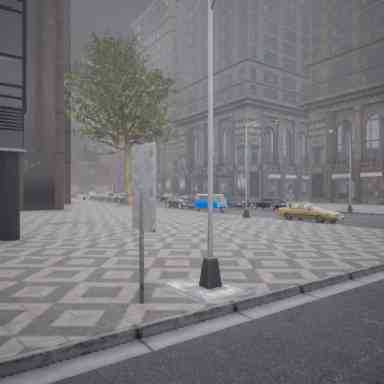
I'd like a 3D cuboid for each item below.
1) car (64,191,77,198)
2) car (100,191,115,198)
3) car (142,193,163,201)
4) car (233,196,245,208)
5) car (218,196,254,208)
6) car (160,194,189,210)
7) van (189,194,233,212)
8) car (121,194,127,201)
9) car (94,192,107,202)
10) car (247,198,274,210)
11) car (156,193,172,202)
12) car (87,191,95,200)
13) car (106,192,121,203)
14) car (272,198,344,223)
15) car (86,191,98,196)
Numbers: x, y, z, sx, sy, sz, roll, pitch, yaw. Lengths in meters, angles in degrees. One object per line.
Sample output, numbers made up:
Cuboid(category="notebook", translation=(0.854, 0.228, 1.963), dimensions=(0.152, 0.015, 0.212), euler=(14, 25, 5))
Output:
Cuboid(category="car", translation=(-27.184, 0.482, 74.563), dimensions=(1.967, 1.590, 4.097), euler=(1, 0, -35))
Cuboid(category="car", translation=(-20.204, 0.586, 79.455), dimensions=(1.887, 1.381, 4.507), euler=(1, 0, -35))
Cuboid(category="car", translation=(-7.321, 0.909, 61.050), dimensions=(2.008, 1.369, 4.403), euler=(1, 0, -35))
Cuboid(category="car", translation=(4.195, 1.260, 39.937), dimensions=(1.994, 1.385, 4.181), euler=(0, 1, -35))
Cuboid(category="car", translation=(5.566, 1.223, 42.640), dimensions=(1.887, 1.381, 4.507), euler=(1, 0, -35))
Cuboid(category="car", translation=(-1.415, 1.230, 37.744), dimensions=(2.008, 1.369, 4.403), euler=(1, 0, -35))
Cuboid(category="van", translation=(1.809, 1.090, 33.142), dimensions=(1.690, 1.788, 3.998), euler=(1, 0, -35))
Cuboid(category="car", translation=(-7.761, 1.050, 46.813), dimensions=(1.752, 1.417, 4.829), euler=(1, 0, -35))
Cuboid(category="car", translation=(-14.301, 0.910, 56.156), dimensions=(2.008, 1.369, 4.403), euler=(1, 0, -35))
Cuboid(category="car", translation=(8.786, 1.314, 38.038), dimensions=(1.947, 1.339, 4.313), euler=(1, 0, -35))
Cuboid(category="car", translation=(-4.097, 0.880, 56.448), dimensions=(1.967, 1.590, 4.097), euler=(1, 0, -35))
Cuboid(category="car", translation=(-17.522, 0.829, 60.758), dimensions=(2.008, 1.369, 4.403), euler=(1, 0, -35))
Cuboid(category="car", translation=(-11.079, 0.991, 51.554), dimensions=(2.008, 1.369, 4.403), euler=(1, 0, -35))
Cuboid(category="car", translation=(8.348, 1.398, 23.794), dimensions=(1.752, 1.417, 4.829), euler=(1, 0, -35))
Cuboid(category="car", translation=(-26.647, 0.470, 88.658), dimensions=(1.802, 1.307, 4.206), euler=(1, 0, -35))
